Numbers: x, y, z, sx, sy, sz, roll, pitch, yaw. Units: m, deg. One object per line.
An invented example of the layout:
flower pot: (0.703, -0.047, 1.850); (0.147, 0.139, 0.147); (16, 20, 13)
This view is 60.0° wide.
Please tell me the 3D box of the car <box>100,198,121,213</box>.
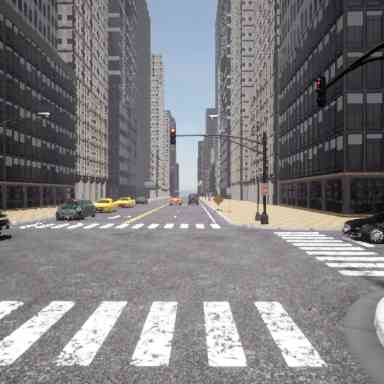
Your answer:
car: (-9.741, 1.516, 37.462); (1.882, 1.535, 5.008); (0, 0, 0)

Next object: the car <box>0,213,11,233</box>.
car: (-11.459, 1.494, 16.107); (4.902, 1.511, 2.128); (0, 0, 1)

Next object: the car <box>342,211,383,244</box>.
car: (9.501, 1.518, 15.211); (4.892, 1.490, 1.837); (0, 0, 2)

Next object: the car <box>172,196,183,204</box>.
car: (-2.971, 1.633, 70.170); (2.128, 1.511, 4.902); (0, 0, 0)

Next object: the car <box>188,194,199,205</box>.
car: (0.279, 1.606, 60.193); (1.837, 1.490, 4.892); (0, 0, 0)

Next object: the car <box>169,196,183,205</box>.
car: (-2.971, 1.452, 59.982); (2.097, 1.767, 4.553); (0, 0, 0)

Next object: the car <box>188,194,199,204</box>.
car: (0.282, 1.361, 70.401); (2.150, 2.045, 5.566); (0, 0, 0)

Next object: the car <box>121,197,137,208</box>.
car: (-9.701, 1.542, 48.393); (1.882, 1.535, 5.008); (0, 0, 0)

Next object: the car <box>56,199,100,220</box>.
car: (-9.766, 1.374, 28.275); (2.097, 1.767, 4.553); (0, 0, 0)

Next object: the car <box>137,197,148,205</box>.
car: (-9.569, 1.660, 63.356); (2.033, 1.411, 5.357); (0, 0, 0)
